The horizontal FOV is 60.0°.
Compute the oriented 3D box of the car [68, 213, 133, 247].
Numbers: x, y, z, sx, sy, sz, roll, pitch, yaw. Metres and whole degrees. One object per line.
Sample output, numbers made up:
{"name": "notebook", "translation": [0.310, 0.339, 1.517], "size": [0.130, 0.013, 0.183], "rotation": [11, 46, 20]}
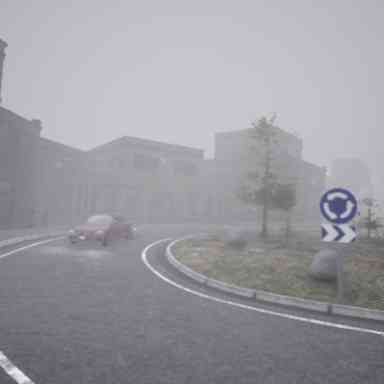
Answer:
{"name": "car", "translation": [-4.525, 1.845, 17.217], "size": [1.812, 1.442, 4.674], "rotation": [2, -1, 10]}
